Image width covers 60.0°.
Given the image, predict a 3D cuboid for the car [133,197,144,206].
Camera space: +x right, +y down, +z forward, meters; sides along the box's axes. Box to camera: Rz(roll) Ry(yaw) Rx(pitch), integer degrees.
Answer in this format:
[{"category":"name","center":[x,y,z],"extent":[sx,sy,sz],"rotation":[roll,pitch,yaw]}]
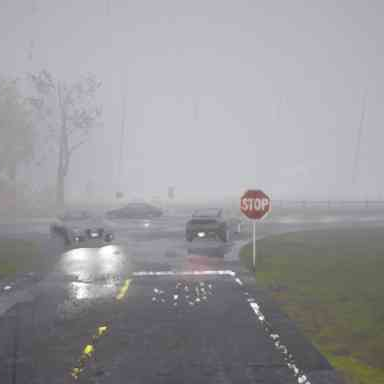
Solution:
[{"category":"car","center":[-8.902,1.548,55.596],"extent":[1.812,1.442,4.674],"rotation":[0,0,-8]}]

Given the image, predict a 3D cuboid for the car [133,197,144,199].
[{"category":"car","center":[-7.519,1.562,45.838],"extent":[2.033,1.411,5.357],"rotation":[0,0,-8]}]

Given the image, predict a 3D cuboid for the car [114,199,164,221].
[{"category":"car","center":[-4.542,1.531,26.069],"extent":[4.674,1.442,1.812],"rotation":[0,0,-4]}]

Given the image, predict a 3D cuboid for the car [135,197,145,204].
[{"category":"car","center":[-10.259,1.632,65.627],"extent":[1.895,1.301,4.718],"rotation":[0,0,-8]}]

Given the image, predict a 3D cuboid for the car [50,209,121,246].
[{"category":"car","center":[-5.117,1.564,15.271],"extent":[1.994,1.385,4.181],"rotation":[0,0,-35]}]

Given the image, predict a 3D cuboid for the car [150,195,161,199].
[{"category":"car","center":[-6.356,1.376,58.511],"extent":[2.097,1.767,4.553],"rotation":[0,0,-8]}]

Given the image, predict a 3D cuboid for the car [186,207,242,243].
[{"category":"car","center":[1.183,1.503,16.348],"extent":[1.837,1.490,4.892],"rotation":[-1,0,19]}]
